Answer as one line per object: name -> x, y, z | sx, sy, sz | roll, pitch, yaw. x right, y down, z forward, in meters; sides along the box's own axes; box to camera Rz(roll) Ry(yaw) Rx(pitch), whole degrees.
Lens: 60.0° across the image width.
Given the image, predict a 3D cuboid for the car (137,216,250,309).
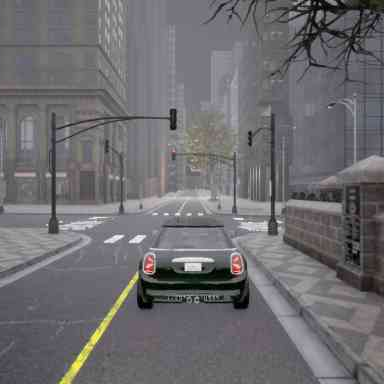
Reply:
car -> 0.034, 1.352, 8.041 | 2.097, 1.767, 4.553 | 0, 0, 0
